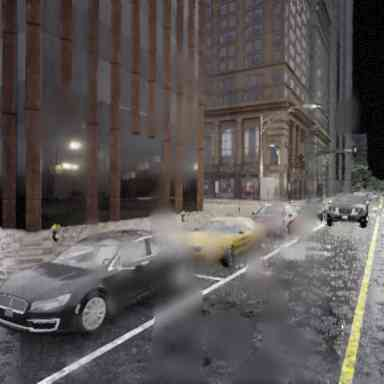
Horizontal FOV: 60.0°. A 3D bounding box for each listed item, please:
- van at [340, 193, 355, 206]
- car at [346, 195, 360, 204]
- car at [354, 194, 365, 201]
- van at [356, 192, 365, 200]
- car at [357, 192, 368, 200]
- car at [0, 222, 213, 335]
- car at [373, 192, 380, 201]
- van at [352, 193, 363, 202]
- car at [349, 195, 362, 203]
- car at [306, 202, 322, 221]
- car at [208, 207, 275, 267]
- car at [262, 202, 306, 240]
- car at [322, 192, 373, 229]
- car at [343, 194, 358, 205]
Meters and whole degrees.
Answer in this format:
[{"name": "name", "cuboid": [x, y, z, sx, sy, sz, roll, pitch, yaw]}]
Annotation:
[{"name": "van", "cuboid": [22.860, 1.092, 48.865, 1.690, 1.788, 3.998, 1, 1, 30]}, {"name": "car", "cuboid": [28.300, 1.263, 58.290, 1.887, 1.381, 4.507, 1, 1, 30]}, {"name": "car", "cuboid": [36.463, 1.218, 72.427, 1.887, 1.381, 4.507, 1, 0, 30]}, {"name": "van", "cuboid": [39.185, 0.999, 77.138, 1.690, 1.788, 3.998, 1, 0, 30]}, {"name": "car", "cuboid": [41.907, 0.958, 81.850, 2.192, 1.841, 5.009, 1, 0, 30]}, {"name": "car", "cuboid": [-1.522, 1.488, 6.647, 2.008, 1.369, 4.403, 1, 1, 30]}, {"name": "car", "cuboid": [38.683, 1.224, 70.749, 2.128, 1.511, 4.902, 1, 0, 30]}, {"name": "van", "cuboid": [33.744, 1.029, 67.714, 1.690, 1.788, 3.998, 1, 0, 30]}, {"name": "car", "cuboid": [31.021, 1.268, 63.003, 1.947, 1.339, 4.313, 1, 1, 30]}, {"name": "car", "cuboid": [9.529, 1.416, 25.782, 1.947, 1.339, 4.313, 1, 1, 30]}, {"name": "car", "cuboid": [1.156, 1.444, 11.284, 1.752, 1.417, 4.829, 1, 1, 30]}, {"name": "car", "cuboid": [4.005, 1.337, 16.214, 1.967, 1.590, 4.097, 1, 1, 30]}, {"name": "car", "cuboid": [10.226, 1.114, 21.598, 2.150, 2.045, 5.566, 1, 0, 30]}, {"name": "car", "cuboid": [25.580, 1.174, 53.578, 1.967, 1.590, 4.097, 1, 1, 30]}]
